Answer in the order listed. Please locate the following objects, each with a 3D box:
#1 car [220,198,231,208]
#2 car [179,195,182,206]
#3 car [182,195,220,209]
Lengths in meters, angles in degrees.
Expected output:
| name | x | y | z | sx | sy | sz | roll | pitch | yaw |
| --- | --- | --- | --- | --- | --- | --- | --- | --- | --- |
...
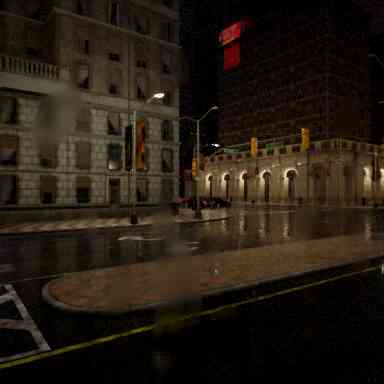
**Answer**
| name | x | y | z | sx | sy | sz | roll | pitch | yaw |
| --- | --- | --- | --- | --- | --- | --- | --- | --- | --- |
| car | 3.490 | 1.478 | 47.792 | 1.882 | 1.535 | 5.008 | 0 | 0 | -36 |
| car | -2.256 | 1.352 | 55.888 | 2.097 | 1.767 | 4.553 | 0 | 0 | -35 |
| car | 1.196 | 1.352 | 44.987 | 2.097 | 1.767 | 4.553 | 0 | 0 | -35 |
